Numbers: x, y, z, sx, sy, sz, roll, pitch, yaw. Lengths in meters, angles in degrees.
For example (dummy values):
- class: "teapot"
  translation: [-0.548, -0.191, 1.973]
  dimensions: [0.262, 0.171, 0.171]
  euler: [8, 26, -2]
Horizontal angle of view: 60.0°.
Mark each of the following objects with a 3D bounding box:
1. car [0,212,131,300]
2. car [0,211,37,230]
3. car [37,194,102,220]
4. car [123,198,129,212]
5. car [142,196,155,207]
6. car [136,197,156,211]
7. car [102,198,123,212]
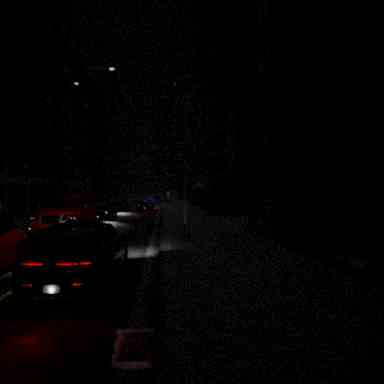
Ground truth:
- class: "car"
  translation: [-2.719, 1.474, 8.332]
  dimensions: [1.837, 1.490, 4.892]
  euler: [0, 0, -5]
- class: "car"
  translation: [-5.472, 1.302, 7.453]
  dimensions: [2.097, 1.767, 4.553]
  euler: [0, 0, -6]
- class: "car"
  translation: [-6.359, 1.144, 17.042]
  dimensions: [2.150, 2.045, 5.566]
  euler: [0, 0, -5]
- class: "car"
  translation: [-8.133, 1.414, 37.316]
  dimensions: [2.033, 1.411, 5.357]
  euler: [0, 0, -5]
- class: "car"
  translation: [-6.362, 1.390, 49.029]
  dimensions: [1.812, 1.442, 4.674]
  euler: [0, 0, -5]
- class: "car"
  translation: [-5.408, 1.486, 38.886]
  dimensions: [1.895, 1.301, 4.718]
  euler: [0, 0, -5]
- class: "car"
  translation: [-7.271, 1.442, 27.253]
  dimensions: [2.033, 1.411, 5.357]
  euler: [0, 0, -5]
